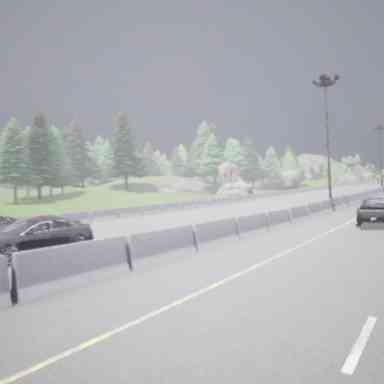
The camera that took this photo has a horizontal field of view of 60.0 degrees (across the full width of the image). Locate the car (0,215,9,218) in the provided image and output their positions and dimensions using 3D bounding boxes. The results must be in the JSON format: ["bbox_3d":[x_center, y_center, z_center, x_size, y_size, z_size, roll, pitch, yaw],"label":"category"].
[{"bbox_3d":[-8.128,1.981,17.220,1.882,1.535,5.008,-3,0,36],"label":"car"}]

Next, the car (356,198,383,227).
[{"bbox_3d":[10.481,1.070,18.574,2.128,1.511,4.902,-3,0,36],"label":"car"}]

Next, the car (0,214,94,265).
[{"bbox_3d":[-6.401,1.891,13.668,2.128,1.511,4.902,-3,0,36],"label":"car"}]
